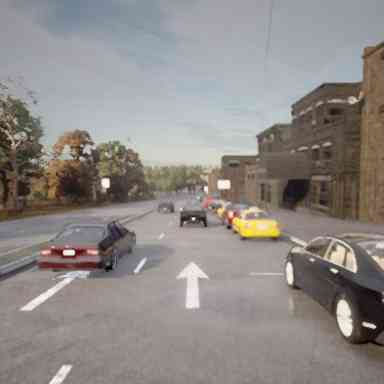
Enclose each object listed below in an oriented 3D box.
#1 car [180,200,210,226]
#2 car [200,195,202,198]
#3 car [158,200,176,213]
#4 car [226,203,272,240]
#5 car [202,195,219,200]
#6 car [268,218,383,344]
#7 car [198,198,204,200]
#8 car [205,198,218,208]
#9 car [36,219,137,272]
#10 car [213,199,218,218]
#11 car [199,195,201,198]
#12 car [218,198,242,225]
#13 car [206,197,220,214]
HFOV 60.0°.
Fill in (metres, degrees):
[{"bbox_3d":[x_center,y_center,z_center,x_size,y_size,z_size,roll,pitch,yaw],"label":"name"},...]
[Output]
[{"bbox_3d":[0.100,1.631,24.529,1.882,1.535,5.008,0,0,0],"label":"car"},{"bbox_3d":[3.202,1.741,61.824,2.185,1.767,4.553,0,0,0],"label":"car"},{"bbox_3d":[-3.159,1.763,41.503,1.837,1.490,4.892,0,-1,0],"label":"car"},{"bbox_3d":[3.226,1.588,17.713,1.946,1.575,5.366,0,0,0],"label":"car"},{"bbox_3d":[3.211,1.546,50.834,2.435,2.045,5.566,0,0,0],"label":"car"},{"bbox_3d":[3.225,1.522,6.471,2.231,1.521,4.892,0,0,0],"label":"car"},{"bbox_3d":[0.091,1.809,41.880,2.033,1.411,5.357,0,0,0],"label":"car"},{"bbox_3d":[3.206,1.830,56.515,1.946,1.575,5.366,0,0,0],"label":"car"},{"bbox_3d":[-3.149,1.617,11.027,2.033,1.411,5.357,0,0,0],"label":"car"},{"bbox_3d":[3.228,1.657,28.765,1.946,1.575,5.366,0,0,0],"label":"car"},{"bbox_3d":[3.249,1.946,74.437,2.231,1.521,4.892,0,0,1],"label":"car"},{"bbox_3d":[3.229,1.499,23.023,2.185,1.767,4.553,0,0,0],"label":"car"},{"bbox_3d":[3.218,1.729,39.623,2.231,1.521,4.892,0,0,0],"label":"car"}]
